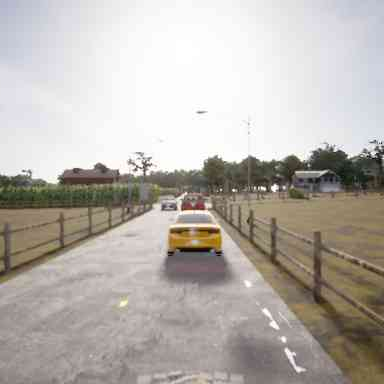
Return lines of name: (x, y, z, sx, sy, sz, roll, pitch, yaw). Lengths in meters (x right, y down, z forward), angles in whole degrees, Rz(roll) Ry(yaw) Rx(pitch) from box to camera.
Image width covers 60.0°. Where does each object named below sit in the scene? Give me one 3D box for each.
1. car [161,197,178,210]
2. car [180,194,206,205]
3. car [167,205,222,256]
car: (-2.768, 1.414, 41.324, 2.128, 1.511, 4.902, 0, 0, 0)
car: (0.093, 1.176, 30.671, 2.150, 2.045, 5.566, 0, 0, 0)
car: (0.094, 1.471, 13.190, 1.882, 1.535, 5.008, 0, 0, 0)
